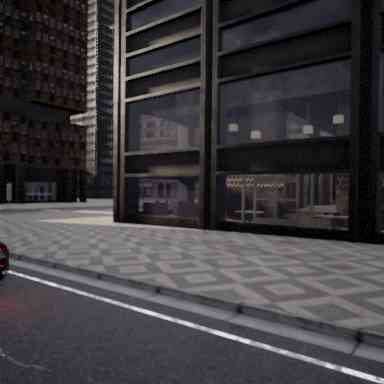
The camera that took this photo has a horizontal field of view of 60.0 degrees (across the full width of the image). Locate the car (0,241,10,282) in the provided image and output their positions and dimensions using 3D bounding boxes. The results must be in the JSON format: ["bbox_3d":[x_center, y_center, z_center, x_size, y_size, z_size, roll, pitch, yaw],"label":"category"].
[{"bbox_3d":[-6.442,1.475,8.370,4.892,1.490,1.837,0,0,36],"label":"car"}]
